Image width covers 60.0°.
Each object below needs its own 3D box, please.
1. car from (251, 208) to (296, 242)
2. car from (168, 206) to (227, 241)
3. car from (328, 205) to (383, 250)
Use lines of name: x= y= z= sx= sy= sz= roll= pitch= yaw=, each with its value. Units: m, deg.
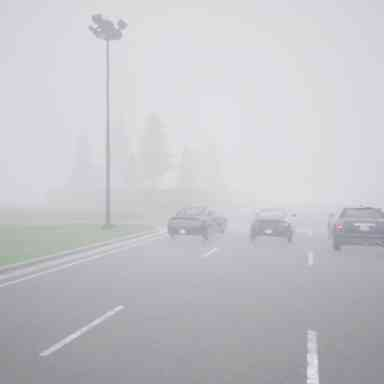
car: x=4.044 y=1.492 z=16.268 sx=1.812 sy=1.442 sz=4.674 roll=0 pitch=0 yaw=20
car: x=0.426 y=1.467 z=16.554 sx=2.128 sy=1.511 sz=4.902 roll=0 pitch=0 yaw=20
car: x=6.910 y=1.314 z=13.900 sx=2.097 sy=1.767 sz=4.553 roll=0 pitch=0 yaw=20
